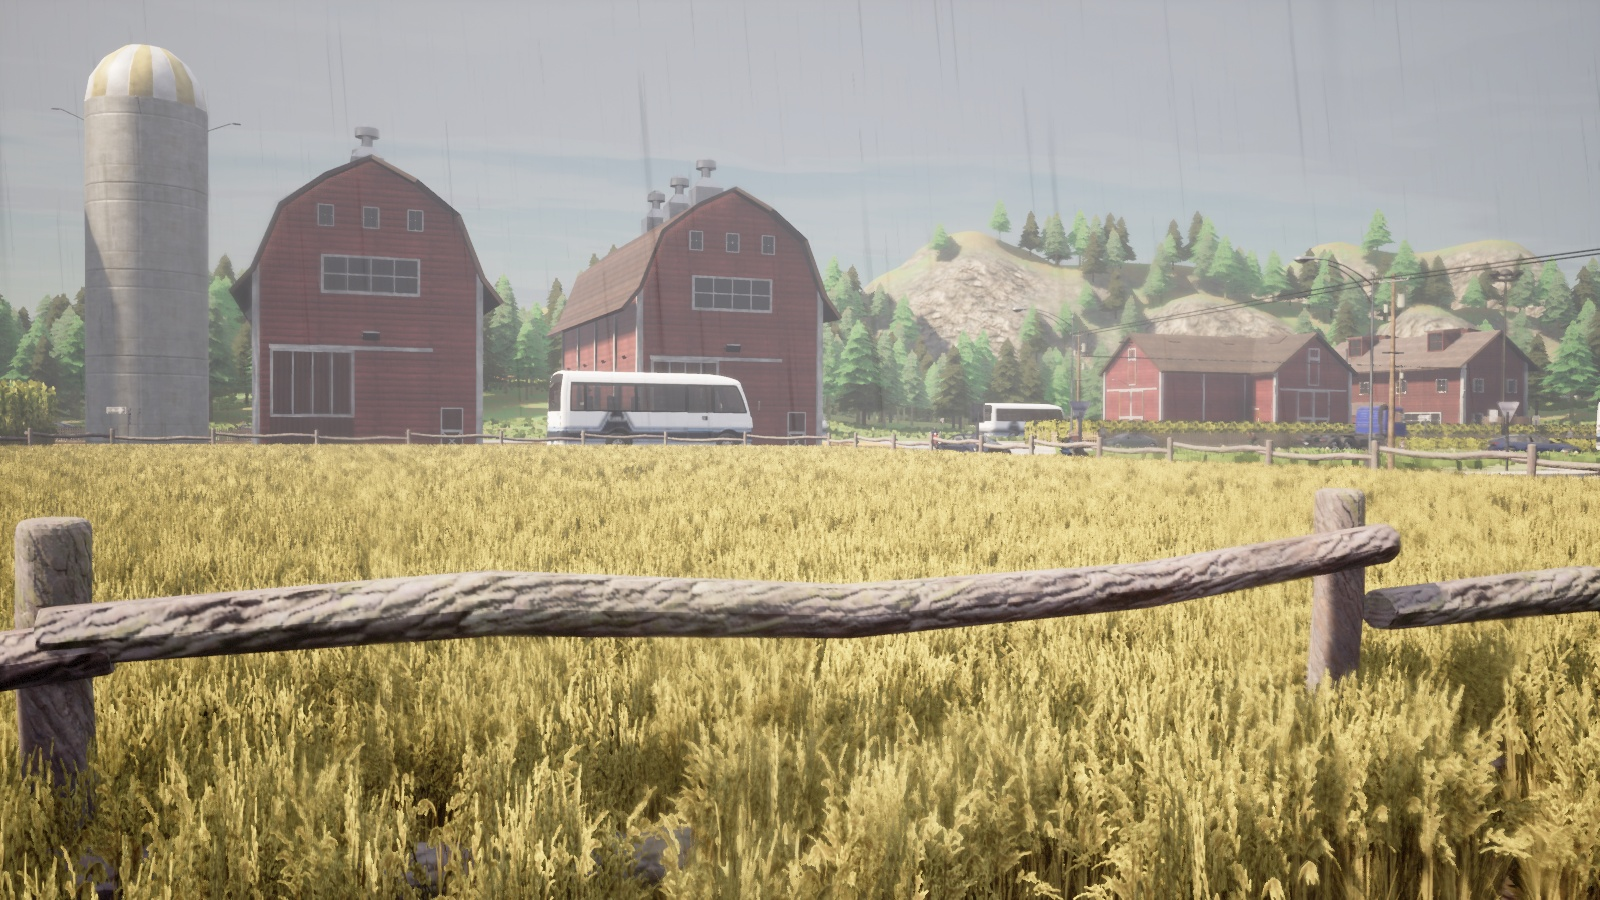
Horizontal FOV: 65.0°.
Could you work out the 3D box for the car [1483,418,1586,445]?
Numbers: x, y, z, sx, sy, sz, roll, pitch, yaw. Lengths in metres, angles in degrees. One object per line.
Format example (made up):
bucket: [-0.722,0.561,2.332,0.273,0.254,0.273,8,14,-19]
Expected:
car: [42.861,-1.105,73.414,4.792,1.488,2.163,-1,1,17]

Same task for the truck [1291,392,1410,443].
truck: [38.957,-2.304,88.838,7.936,3.462,2.891,-1,1,-21]

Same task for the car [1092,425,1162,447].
car: [22.470,-0.973,86.350,4.181,1.385,1.994,-1,1,-18]

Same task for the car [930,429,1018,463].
car: [7.587,-0.202,55.196,1.994,1.385,4.181,-1,1,-22]

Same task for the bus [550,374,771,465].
bus: [-6.970,-1.568,62.988,10.273,4.253,3.944,-1,1,-24]

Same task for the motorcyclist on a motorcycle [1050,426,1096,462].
motorcyclist on a motorcycle: [11.744,-0.273,54.125,0.866,1.530,2.191,-1,1,-21]
